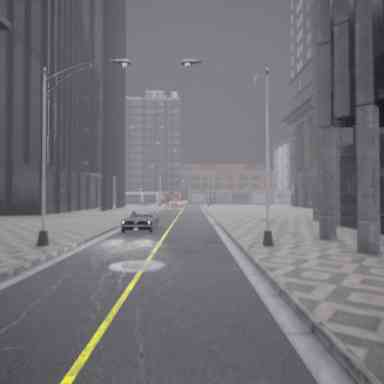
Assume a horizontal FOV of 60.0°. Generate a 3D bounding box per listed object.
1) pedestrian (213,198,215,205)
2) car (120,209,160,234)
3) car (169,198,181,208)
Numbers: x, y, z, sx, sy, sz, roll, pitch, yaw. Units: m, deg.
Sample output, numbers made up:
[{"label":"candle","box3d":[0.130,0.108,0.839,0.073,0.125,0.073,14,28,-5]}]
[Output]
[{"label":"pedestrian","box3d":[4.642,1.857,70.123,0.375,1.860,0.375,0,-1,0]},{"label":"car","box3d":[-3.099,1.770,20.594,1.895,1.301,4.718,0,-1,0]},{"label":"car","box3d":[-3.040,1.948,60.038,2.097,1.767,4.553,0,-1,1]}]
